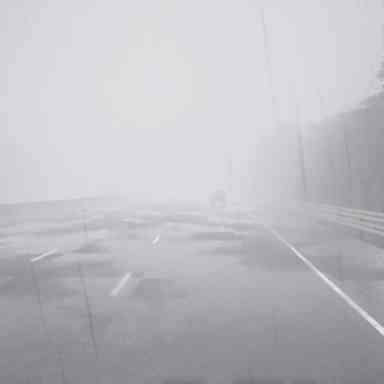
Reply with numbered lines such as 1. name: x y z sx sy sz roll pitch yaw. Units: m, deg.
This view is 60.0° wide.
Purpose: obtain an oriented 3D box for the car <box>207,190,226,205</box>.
1. car: 3.920 0.782 50.631 2.150 2.045 5.566 0 1 1

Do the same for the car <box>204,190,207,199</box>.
1. car: 4.107 0.854 70.825 1.994 1.385 4.181 0 1 1

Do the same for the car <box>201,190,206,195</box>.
1. car: 4.287 0.289 90.345 2.097 1.767 4.553 0 1 1
